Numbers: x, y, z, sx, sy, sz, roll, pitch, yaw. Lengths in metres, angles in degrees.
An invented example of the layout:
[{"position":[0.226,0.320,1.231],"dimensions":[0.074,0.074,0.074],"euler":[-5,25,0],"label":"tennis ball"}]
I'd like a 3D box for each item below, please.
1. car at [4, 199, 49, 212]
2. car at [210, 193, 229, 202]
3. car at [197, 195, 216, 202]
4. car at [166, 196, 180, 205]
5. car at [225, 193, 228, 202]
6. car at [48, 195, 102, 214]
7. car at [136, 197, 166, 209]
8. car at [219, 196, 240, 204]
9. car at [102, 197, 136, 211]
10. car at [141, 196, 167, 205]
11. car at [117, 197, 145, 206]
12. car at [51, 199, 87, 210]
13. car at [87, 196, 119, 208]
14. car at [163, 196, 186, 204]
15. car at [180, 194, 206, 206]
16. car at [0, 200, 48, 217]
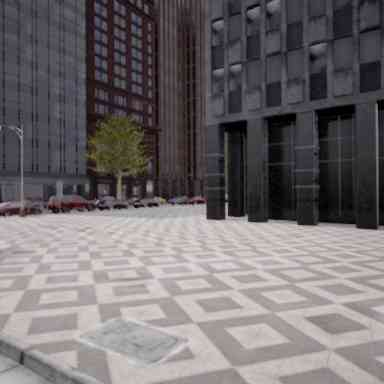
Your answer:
[{"position":[-19.209,1.575,38.787],"dimensions":[1.947,1.339,4.313],"euler":[0,0,35],"label":"car"},{"position":[6.363,1.227,75.956],"dimensions":[2.192,1.841,5.009],"euler":[-1,0,35],"label":"car"},{"position":[3.167,1.466,71.309],"dimensions":[1.887,1.381,4.507],"euler":[-1,0,35],"label":"car"},{"position":[-1.646,1.439,53.893],"dimensions":[2.033,1.411,5.357],"euler":[-1,0,35],"label":"car"},{"position":[3.791,1.169,57.180],"dimensions":[2.192,1.841,5.009],"euler":[-1,0,35],"label":"car"},{"position":[-12.190,1.238,33.953],"dimensions":[2.192,1.841,5.009],"euler":[0,0,35],"label":"car"},{"position":[-5.796,1.456,43.242],"dimensions":[1.947,1.339,4.313],"euler":[-1,0,35],"label":"car"},{"position":[6.989,1.410,61.824],"dimensions":[1.947,1.339,4.313],"euler":[-1,0,35],"label":"car"},{"position":[-8.992,1.472,38.598],"dimensions":[1.947,1.339,4.313],"euler":[-1,0,35],"label":"car"},{"position":[-6.519,1.476,57.230],"dimensions":[1.752,1.417,4.829],"euler":[-1,0,35],"label":"car"},{"position":[-9.619,1.545,52.725],"dimensions":[1.802,1.307,4.206],"euler":[-1,0,35],"label":"car"},{"position":[-16.013,1.574,43.433],"dimensions":[1.802,1.307,4.206],"euler":[0,0,35],"label":"car"},{"position":[-12.818,1.416,48.079],"dimensions":[1.967,1.590,4.097],"euler":[0,0,35],"label":"car"},{"position":[-3.226,1.506,62.017],"dimensions":[1.947,1.339,4.313],"euler":[-1,0,35],"label":"car"},{"position":[0.596,1.409,52.533],"dimensions":[1.887,1.381,4.507],"euler":[-1,0,35],"label":"car"},{"position":[-15.384,1.524,29.307],"dimensions":[1.802,1.307,4.206],"euler":[0,0,35],"label":"car"}]
